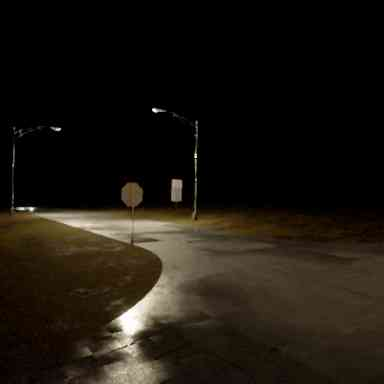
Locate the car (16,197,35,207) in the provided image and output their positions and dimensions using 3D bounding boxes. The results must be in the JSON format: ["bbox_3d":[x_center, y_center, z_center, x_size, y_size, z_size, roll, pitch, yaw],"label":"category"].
[{"bbox_3d":[-23.319,1.415,46.475,1.994,1.385,4.181,1,-1,-35],"label":"car"}]
